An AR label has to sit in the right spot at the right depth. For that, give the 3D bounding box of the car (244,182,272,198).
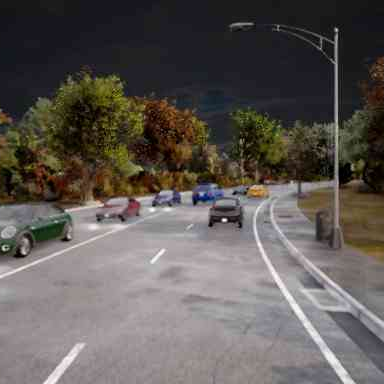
[{"bbox_3d":[8.133,-0.101,40.469,1.882,1.535,5.008,0,3,21],"label":"car"}]

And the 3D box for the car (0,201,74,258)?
[{"bbox_3d":[-6.214,1.197,12.198,2.097,1.767,4.553,0,1,7],"label":"car"}]

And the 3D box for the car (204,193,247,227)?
[{"bbox_3d":[2.105,1.081,19.483,1.837,1.490,4.892,0,3,10],"label":"car"}]

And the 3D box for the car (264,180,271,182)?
[{"bbox_3d":[17.900,-2.115,77.752,1.812,1.442,4.674,0,3,38],"label":"car"}]

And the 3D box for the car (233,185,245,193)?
[{"bbox_3d":[7.283,-0.322,47.302,1.994,1.385,4.181,0,3,25],"label":"car"}]

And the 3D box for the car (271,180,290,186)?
[{"bbox_3d":[20.581,-2.125,75.502,2.128,1.511,4.902,0,3,38],"label":"car"}]

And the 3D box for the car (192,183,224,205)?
[{"bbox_3d":[1.616,0.164,32.390,2.150,2.045,5.566,0,3,17],"label":"car"}]

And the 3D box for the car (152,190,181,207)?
[{"bbox_3d":[-2.335,0.542,32.058,1.812,1.442,4.674,0,3,14],"label":"car"}]

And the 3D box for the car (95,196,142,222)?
[{"bbox_3d":[-4.726,1.038,22.128,1.812,1.442,4.674,0,2,9],"label":"car"}]
